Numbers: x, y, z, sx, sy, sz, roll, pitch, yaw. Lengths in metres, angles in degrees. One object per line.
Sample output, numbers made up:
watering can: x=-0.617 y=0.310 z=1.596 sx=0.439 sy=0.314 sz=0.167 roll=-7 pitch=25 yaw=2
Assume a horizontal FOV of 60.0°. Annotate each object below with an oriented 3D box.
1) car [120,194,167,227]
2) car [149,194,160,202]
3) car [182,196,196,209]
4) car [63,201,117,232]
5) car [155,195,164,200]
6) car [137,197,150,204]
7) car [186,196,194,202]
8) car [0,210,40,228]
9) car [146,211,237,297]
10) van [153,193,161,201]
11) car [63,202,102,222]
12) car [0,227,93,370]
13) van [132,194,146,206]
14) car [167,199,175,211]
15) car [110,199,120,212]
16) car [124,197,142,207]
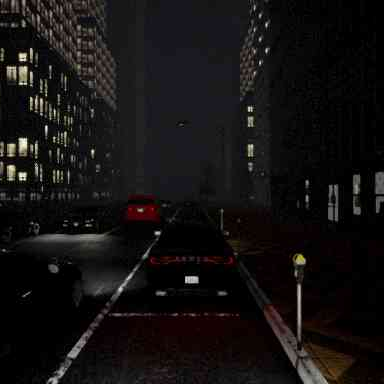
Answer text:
car: x=-3.154 y=1.216 z=22.923 sx=2.150 sy=2.045 sz=5.566 roll=0 pitch=0 yaw=0
car: x=-8.832 y=1.391 z=78.413 sx=1.967 sy=1.590 sz=4.097 roll=0 pitch=0 yaw=0
car: x=-0.452 y=1.548 z=44.248 sx=1.947 sy=1.339 sz=4.313 roll=0 pitch=0 yaw=0
car: x=-6.246 y=1.501 z=20.332 sx=1.837 sy=1.490 sz=4.892 roll=0 pitch=0 yaw=0
car: x=-8.832 y=1.504 z=89.799 sx=1.947 sy=1.339 sz=4.313 roll=0 pitch=0 yaw=0
car: x=-8.833 y=1.550 z=61.338 sx=1.802 sy=1.307 sz=4.206 roll=0 pitch=0 yaw=0
car: x=-0.452 y=1.533 z=78.399 sx=1.802 sy=1.307 sz=4.206 roll=0 pitch=0 yaw=0
car: x=-8.833 y=1.563 z=15.800 sx=1.947 sy=1.339 sz=4.313 roll=0 pitch=0 yaw=0
car: x=-0.006 y=1.477 z=8.649 sx=1.882 sy=1.535 sz=5.008 roll=0 pitch=0 yaw=0
van: x=-8.831 y=1.286 z=84.106 sx=1.690 sy=1.788 sz=3.998 roll=0 pitch=0 yaw=0
car: x=-8.832 y=1.575 z=27.183 sx=1.802 sy=1.307 sz=4.206 roll=0 pitch=0 yaw=0
car: x=-3.051 y=1.525 z=4.671 sx=1.812 sy=1.442 sz=4.674 roll=0 pitch=0 yaw=0
van: x=-8.832 y=1.315 z=55.646 sx=1.690 sy=1.788 sz=3.998 roll=0 pitch=0 yaw=0
car: x=-3.045 y=1.534 z=38.067 sx=2.033 sy=1.411 sz=5.357 roll=0 pitch=0 yaw=0
car: x=-8.833 y=1.537 z=38.569 sx=2.008 sy=1.369 sz=4.403 roll=0 pitch=0 yaw=0
car: x=-8.833 y=1.523 z=49.953 sx=1.887 sy=1.381 sz=4.507 roll=0 pitch=0 yaw=0
